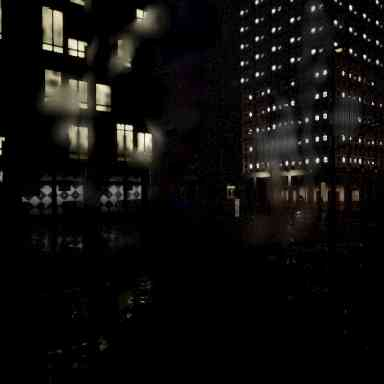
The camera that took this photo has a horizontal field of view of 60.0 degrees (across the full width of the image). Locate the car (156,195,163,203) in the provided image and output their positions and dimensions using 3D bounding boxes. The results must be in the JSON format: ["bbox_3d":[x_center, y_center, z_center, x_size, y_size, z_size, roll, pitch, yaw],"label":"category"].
[{"bbox_3d":[-3.883,1.035,58.707,2.192,1.841,5.009,0,0,-34],"label":"car"}]

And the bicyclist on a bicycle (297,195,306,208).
[{"bbox_3d":[12.917,1.117,39.213,1.656,1.620,0.582,-1,1,-34],"label":"bicyclist on a bicycle"}]

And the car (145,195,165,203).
[{"bbox_3d":[-6.996,1.238,63.289,1.887,1.381,4.507,0,0,-34],"label":"car"}]

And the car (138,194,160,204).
[{"bbox_3d":[-7.817,1.204,59.876,1.882,1.535,5.008,-1,1,-34],"label":"car"}]

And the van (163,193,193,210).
[{"bbox_3d":[-1.474,1.210,40.252,1.690,1.788,3.998,0,0,-34],"label":"van"}]
